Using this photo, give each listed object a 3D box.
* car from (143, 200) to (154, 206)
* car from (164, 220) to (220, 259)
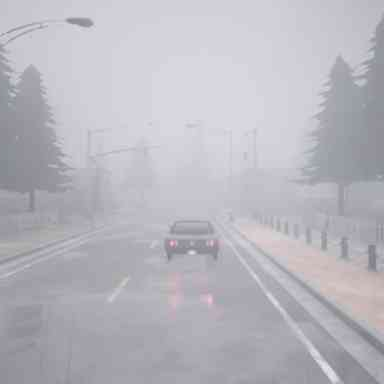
[{"bbox_3d":[-9.782,2.341,73.544,1.895,1.301,4.718,0,-1,-22],"label":"car"},{"bbox_3d":[0.017,1.743,13.238,1.895,1.301,4.718,0,-1,0],"label":"car"}]
